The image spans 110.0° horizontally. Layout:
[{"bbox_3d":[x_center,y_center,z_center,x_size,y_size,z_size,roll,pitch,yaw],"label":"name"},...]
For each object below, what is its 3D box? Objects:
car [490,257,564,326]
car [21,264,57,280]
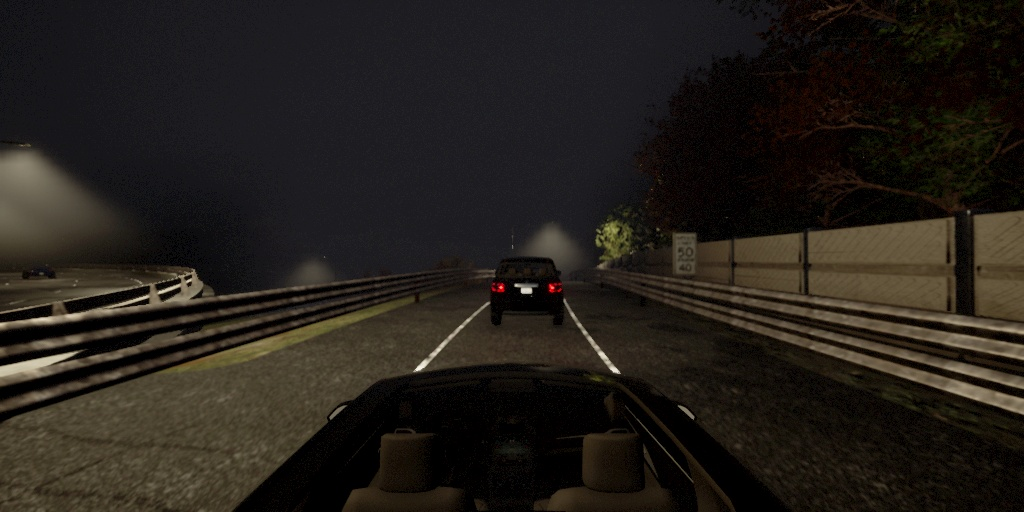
[{"bbox_3d":[0.537,1.068,12.319,2.150,2.045,5.566,0,-1,3],"label":"car"},{"bbox_3d":[-47.789,1.580,36.238,4.674,1.442,1.812,0,-1,34],"label":"car"}]
